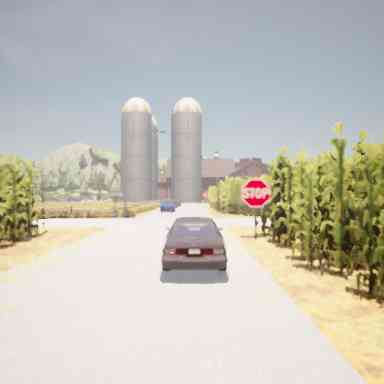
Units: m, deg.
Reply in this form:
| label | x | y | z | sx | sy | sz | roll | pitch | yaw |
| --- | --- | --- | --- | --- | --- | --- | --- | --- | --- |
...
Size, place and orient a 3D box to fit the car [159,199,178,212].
| label | x | y | z | sx | sy | sz | roll | pitch | yaw |
| --- | --- | --- | --- | --- | --- | --- | --- | --- | --- |
| car | -3.189 | 1.842 | 43.857 | 1.882 | 1.535 | 5.008 | 0 | -1 | 0 |

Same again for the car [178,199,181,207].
| label | x | y | z | sx | sy | sz | roll | pitch | yaw |
| --- | --- | --- | --- | --- | --- | --- | --- | --- | --- |
| car | -3.112 | 2.025 | 63.263 | 1.882 | 1.535 | 5.008 | 0 | -1 | 0 |

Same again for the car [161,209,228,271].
| label | x | y | z | sx | sy | sz | roll | pitch | yaw |
| --- | --- | --- | --- | --- | --- | --- | --- | --- | --- |
| car | 0.073 | 1.504 | 10.660 | 2.033 | 1.411 | 5.357 | 0 | 0 | 0 |
